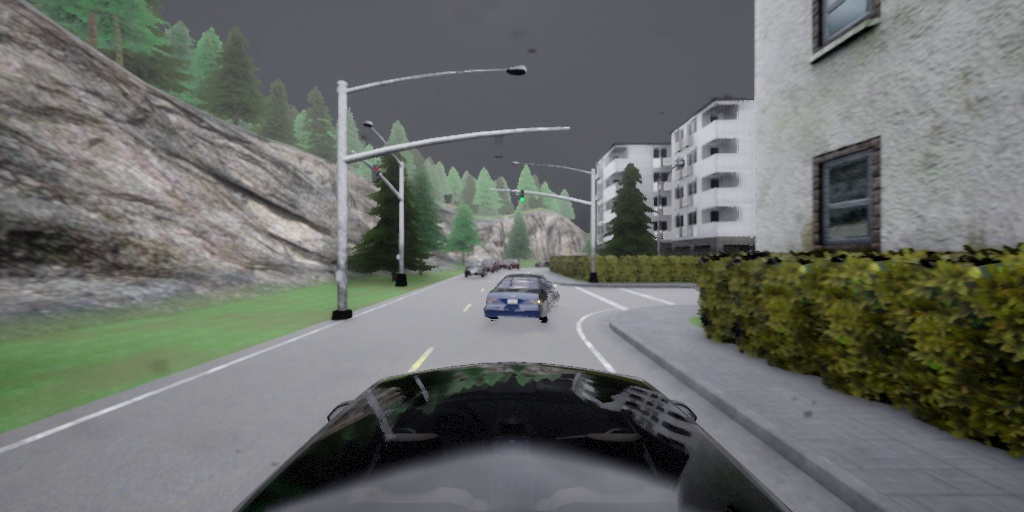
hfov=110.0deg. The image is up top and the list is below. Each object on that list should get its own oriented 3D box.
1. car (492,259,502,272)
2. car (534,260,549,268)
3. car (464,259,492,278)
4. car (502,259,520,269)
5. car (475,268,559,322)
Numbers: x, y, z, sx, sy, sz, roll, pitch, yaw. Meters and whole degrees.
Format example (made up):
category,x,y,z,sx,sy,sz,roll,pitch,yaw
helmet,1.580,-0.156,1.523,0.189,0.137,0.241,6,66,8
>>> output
category,x,y,z,sx,sy,sz,roll,pitch,yaw
car,-2.991,1.180,44.163,2.097,1.767,4.553,0,0,7
car,5.742,1.428,63.829,1.994,1.385,4.181,0,0,43
car,-3.479,1.303,35.089,2.128,1.511,4.902,0,0,2
car,-0.443,1.199,54.079,2.097,1.767,4.553,0,0,25
car,0.490,1.317,12.458,2.033,1.411,5.357,0,0,11
